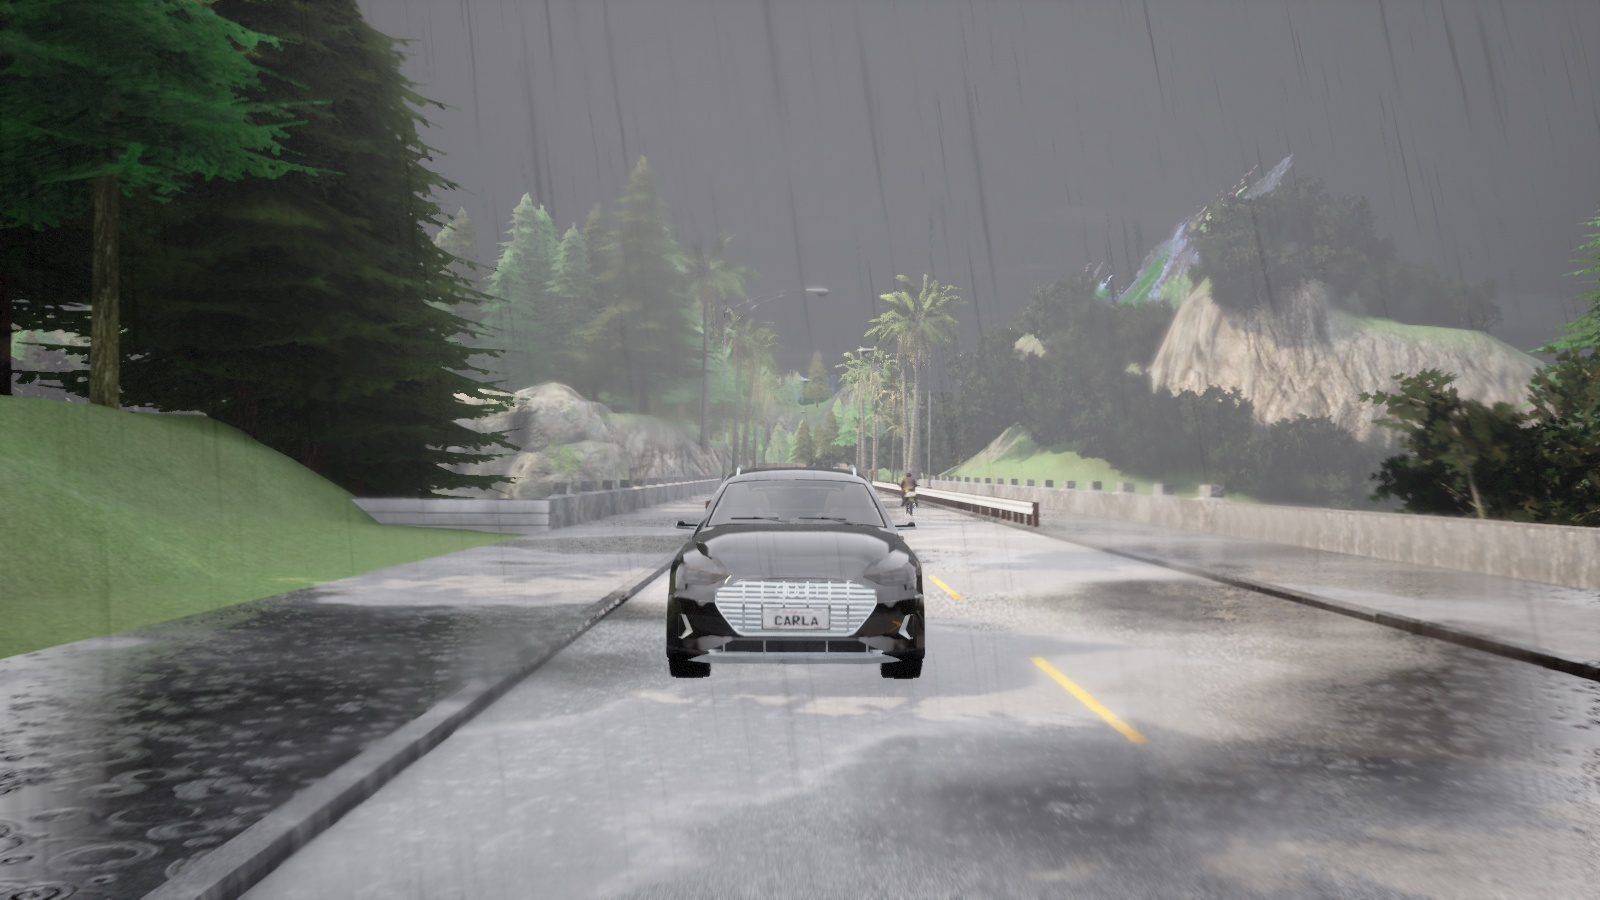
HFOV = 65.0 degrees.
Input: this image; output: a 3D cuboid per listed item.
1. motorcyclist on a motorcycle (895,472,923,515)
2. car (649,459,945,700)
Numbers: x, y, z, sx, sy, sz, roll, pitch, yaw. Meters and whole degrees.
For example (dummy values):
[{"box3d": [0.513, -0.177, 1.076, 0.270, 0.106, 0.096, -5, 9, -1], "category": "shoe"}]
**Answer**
[{"box3d": [3.901, 1.534, 44.967, 0.797, 1.523, 2.044, 0, -1, 0], "category": "motorcyclist on a motorcycle"}, {"box3d": [-0.026, 0.930, 11.079, 2.033, 1.649, 4.856, 0, -1, 0], "category": "car"}]
